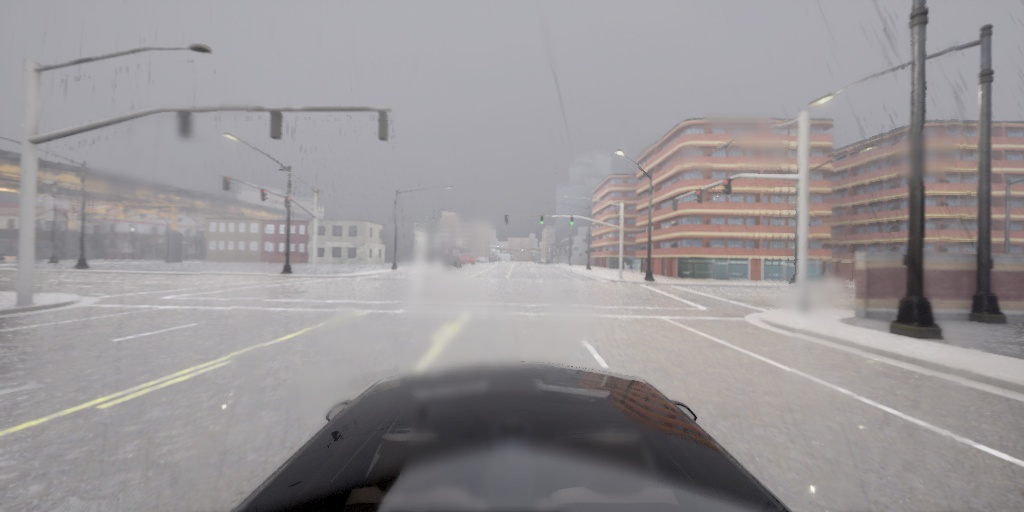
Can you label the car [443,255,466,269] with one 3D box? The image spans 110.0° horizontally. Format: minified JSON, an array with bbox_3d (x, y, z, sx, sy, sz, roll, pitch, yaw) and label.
[{"bbox_3d":[-9.040,0.932,55.202,2.150,2.045,5.566,1,1,1],"label":"car"}]
